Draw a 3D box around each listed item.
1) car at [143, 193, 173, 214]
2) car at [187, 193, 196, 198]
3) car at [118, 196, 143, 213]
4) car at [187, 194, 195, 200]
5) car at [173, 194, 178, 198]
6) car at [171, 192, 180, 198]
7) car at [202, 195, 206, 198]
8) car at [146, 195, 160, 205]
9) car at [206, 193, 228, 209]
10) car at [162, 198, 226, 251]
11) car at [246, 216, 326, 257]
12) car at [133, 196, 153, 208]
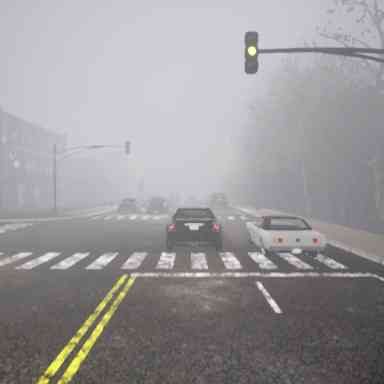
[{"bbox_3d":[-3.412,1.257,34.140,2.097,1.767,4.553,0,0,0],"label":"car"},{"bbox_3d":[-0.133,1.337,65.916,1.812,1.442,4.674,0,0,0],"label":"car"},{"bbox_3d":[-6.663,1.405,35.682,1.837,1.490,4.892,0,0,0],"label":"car"},{"bbox_3d":[-0.152,1.113,75.918,1.837,1.490,4.892,0,0,0],"label":"car"},{"bbox_3d":[-3.427,1.418,45.893,2.033,1.411,5.357,0,0,0],"label":"car"},{"bbox_3d":[-3.389,1.041,63.968,2.150,2.045,5.566,0,0,0],"label":"car"},{"bbox_3d":[3.137,1.282,68.259,1.882,1.535,5.008,0,0,0],"label":"car"},{"bbox_3d":[-6.677,1.362,57.722,1.812,1.442,4.674,0,1,0],"label":"car"},{"bbox_3d":[3.267,1.102,42.201,2.150,2.045,5.566,0,0,0],"label":"car"},{"bbox_3d":[0.072,1.313,14.022,2.097,1.767,4.553,0,0,0],"label":"car"},{"bbox_3d":[3.325,1.566,12.778,1.895,1.301,4.718,0,0,0],"label":"car"},{"bbox_3d":[-6.675,1.360,45.842,2.128,1.511,4.902,0,0,0],"label":"car"}]
